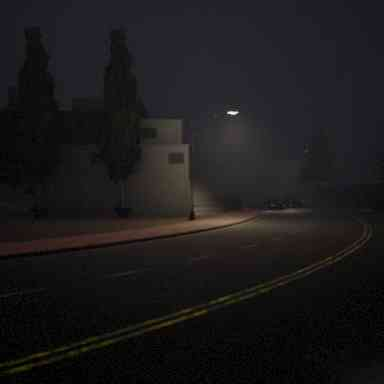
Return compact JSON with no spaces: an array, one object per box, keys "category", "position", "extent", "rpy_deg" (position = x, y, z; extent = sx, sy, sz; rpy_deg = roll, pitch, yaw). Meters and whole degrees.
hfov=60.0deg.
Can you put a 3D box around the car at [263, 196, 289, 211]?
[{"category":"car","position":[9.980,1.452,40.813],"extent":[1.837,1.490,4.892],"rpy_deg":[0,0,0]}]

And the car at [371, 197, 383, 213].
[{"category":"car","position":[20.096,1.215,34.042],"extent":[2.097,1.767,4.553],"rpy_deg":[-1,0,8]}]

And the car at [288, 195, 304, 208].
[{"category":"car","position":[13.466,1.275,44.819],"extent":[2.097,1.767,4.553],"rpy_deg":[-1,0,-1]}]
